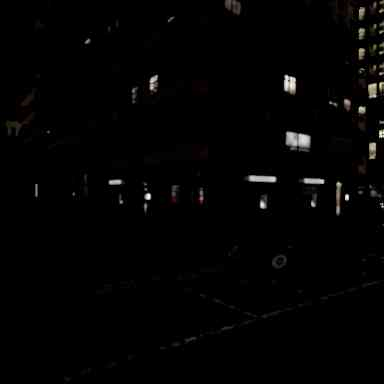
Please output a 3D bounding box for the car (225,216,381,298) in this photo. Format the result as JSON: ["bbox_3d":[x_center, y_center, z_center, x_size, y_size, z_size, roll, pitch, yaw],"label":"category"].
[{"bbox_3d":[2.776,1.472,8.550,4.097,1.590,1.967,0,0,-36],"label":"car"}]

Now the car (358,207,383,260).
[{"bbox_3d":[7.398,1.497,11.857,4.097,1.590,1.967,0,0,-36],"label":"car"}]

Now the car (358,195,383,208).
[{"bbox_3d":[16.242,1.155,32.783,2.192,1.841,5.009,2,0,-36],"label":"car"}]
